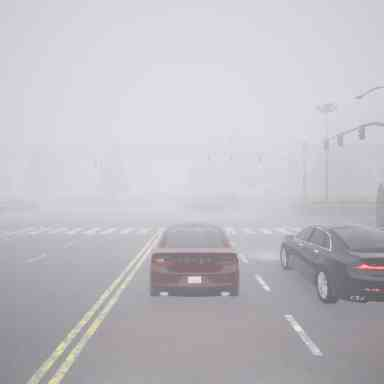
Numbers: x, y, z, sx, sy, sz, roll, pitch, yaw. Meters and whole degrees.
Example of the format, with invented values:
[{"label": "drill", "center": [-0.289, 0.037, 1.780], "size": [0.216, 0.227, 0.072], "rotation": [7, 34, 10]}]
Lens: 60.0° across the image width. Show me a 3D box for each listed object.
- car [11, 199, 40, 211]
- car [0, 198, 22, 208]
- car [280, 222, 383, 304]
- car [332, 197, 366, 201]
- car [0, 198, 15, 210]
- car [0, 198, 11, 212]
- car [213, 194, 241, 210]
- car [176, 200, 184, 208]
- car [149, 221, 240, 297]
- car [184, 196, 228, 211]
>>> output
[{"label": "car", "center": [-21.403, 1.547, 40.279], "size": [5.357, 1.411, 2.033], "rotation": [0, 0, 0]}, {"label": "car", "center": [-26.735, 1.564, 47.299], "size": [4.181, 1.385, 1.994], "rotation": [0, 0, 0]}, {"label": "car", "center": [3.554, 1.505, 8.128], "size": [1.837, 1.490, 4.892], "rotation": [0, 0, 0]}, {"label": "car", "center": [19.751, 1.564, 40.133], "size": [4.181, 1.385, 1.994], "rotation": [0, 0, 0]}, {"label": "car", "center": [-25.904, 1.563, 43.795], "size": [4.181, 1.385, 1.994], "rotation": [0, 0, 0]}, {"label": "car", "center": [-21.533, 1.547, 33.080], "size": [5.357, 1.411, 2.033], "rotation": [0, 0, 0]}, {"label": "car", "center": [3.608, 1.222, 43.689], "size": [5.566, 2.045, 2.150], "rotation": [0, 0, 0]}, {"label": "car", "center": [0.110, 1.505, 47.202], "size": [4.892, 1.490, 1.837], "rotation": [0, 0, 0]}, {"label": "car", "center": [0.055, 1.478, 8.640], "size": [1.882, 1.535, 5.008], "rotation": [0, 0, 0]}, {"label": "car", "center": [1.662, 1.526, 40.197], "size": [4.674, 1.442, 1.812], "rotation": [0, 0, 0]}]
